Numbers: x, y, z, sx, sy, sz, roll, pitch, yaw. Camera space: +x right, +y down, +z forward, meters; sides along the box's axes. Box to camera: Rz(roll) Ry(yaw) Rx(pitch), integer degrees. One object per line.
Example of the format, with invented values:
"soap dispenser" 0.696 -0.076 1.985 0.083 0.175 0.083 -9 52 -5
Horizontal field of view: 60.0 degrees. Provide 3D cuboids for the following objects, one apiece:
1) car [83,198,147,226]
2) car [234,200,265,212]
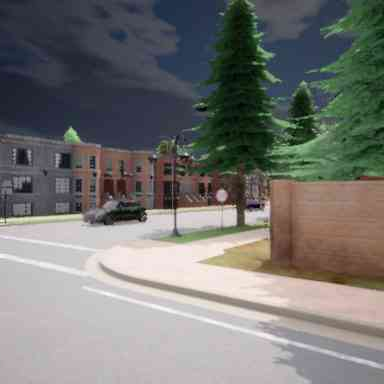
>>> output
"car" -5.322 1.330 23.341 2.097 1.767 4.553 0 0 38
"car" 6.825 1.578 39.390 1.895 1.301 4.718 0 0 35
